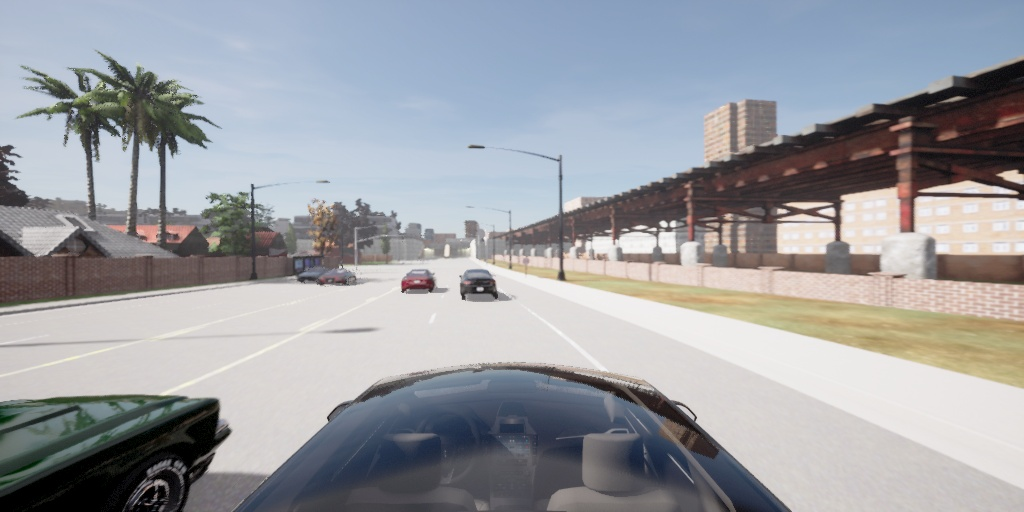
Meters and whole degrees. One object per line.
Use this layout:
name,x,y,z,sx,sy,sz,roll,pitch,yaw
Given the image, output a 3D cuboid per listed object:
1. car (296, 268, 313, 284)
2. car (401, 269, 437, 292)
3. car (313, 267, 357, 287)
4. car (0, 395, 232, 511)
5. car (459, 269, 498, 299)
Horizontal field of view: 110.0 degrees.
car,-18.343,1.791,33.993,2.033,1.411,5.357,-1,0,-8
car,-6.034,1.556,23.611,1.994,1.385,4.181,-1,-1,-8
car,-14.135,1.713,29.267,1.994,1.385,4.181,-1,-1,-8
car,-3.351,1.382,0.913,1.895,1.301,4.718,-1,0,0
car,-1.846,1.425,19.200,1.812,1.442,4.674,-1,-1,-8
